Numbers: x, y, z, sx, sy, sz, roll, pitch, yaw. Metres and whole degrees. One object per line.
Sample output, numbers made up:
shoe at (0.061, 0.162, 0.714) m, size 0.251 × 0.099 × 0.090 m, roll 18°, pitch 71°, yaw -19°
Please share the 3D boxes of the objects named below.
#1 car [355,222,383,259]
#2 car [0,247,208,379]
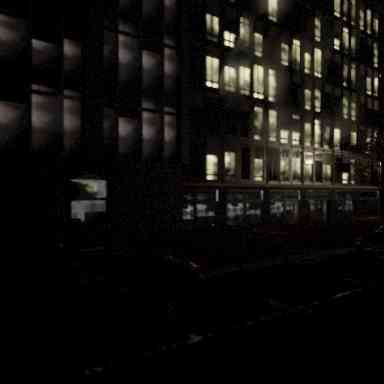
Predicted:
car at (7.605, 1.689, 12.002) m, size 4.403 × 1.369 × 2.008 m, roll 1°, pitch -1°, yaw -36°
car at (-1.645, 1.604, 5.395) m, size 4.206 × 1.307 × 1.802 m, roll 1°, pitch -1°, yaw -36°
